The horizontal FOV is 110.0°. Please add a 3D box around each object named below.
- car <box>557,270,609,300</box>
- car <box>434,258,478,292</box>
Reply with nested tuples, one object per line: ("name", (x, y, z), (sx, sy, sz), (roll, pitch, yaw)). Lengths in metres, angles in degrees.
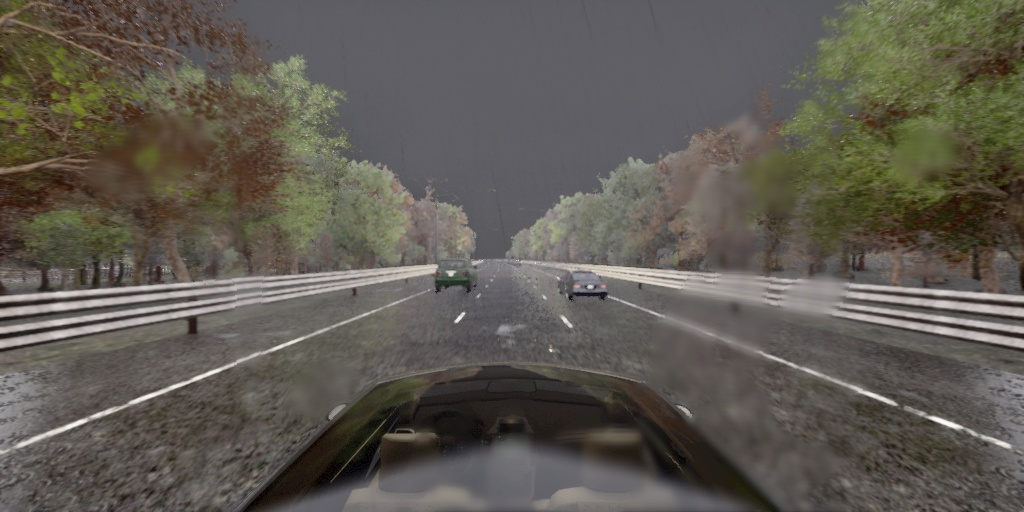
("car", (3.541, 1.458, 18.746), (2.033, 1.411, 5.357), (0, -1, 0))
("car", (-3.493, 1.176, 23.081), (2.150, 2.045, 5.566), (0, -1, 0))
